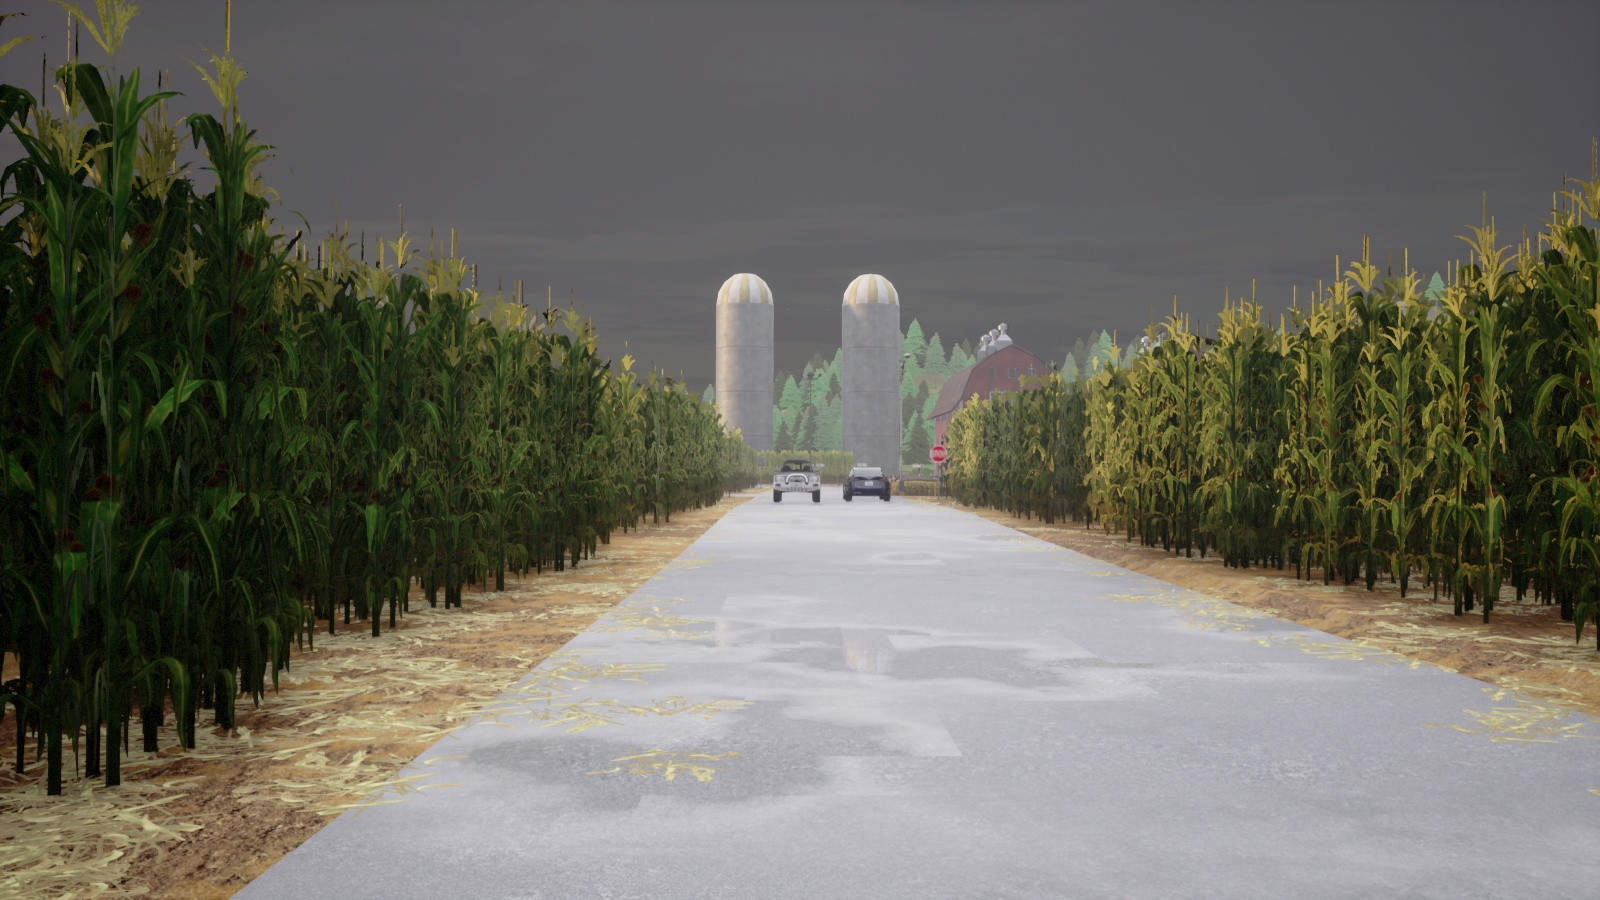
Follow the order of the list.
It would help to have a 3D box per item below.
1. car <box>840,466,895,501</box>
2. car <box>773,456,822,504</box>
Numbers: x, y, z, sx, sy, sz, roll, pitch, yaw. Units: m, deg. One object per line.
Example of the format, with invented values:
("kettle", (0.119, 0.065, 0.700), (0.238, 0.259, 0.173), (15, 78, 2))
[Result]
("car", (2.962, 1.485, 56.122), (2.163, 1.488, 4.792), (0, -1, 0))
("car", (-0.113, 1.239, 52.018), (1.932, 1.855, 4.605), (0, -1, 0))
